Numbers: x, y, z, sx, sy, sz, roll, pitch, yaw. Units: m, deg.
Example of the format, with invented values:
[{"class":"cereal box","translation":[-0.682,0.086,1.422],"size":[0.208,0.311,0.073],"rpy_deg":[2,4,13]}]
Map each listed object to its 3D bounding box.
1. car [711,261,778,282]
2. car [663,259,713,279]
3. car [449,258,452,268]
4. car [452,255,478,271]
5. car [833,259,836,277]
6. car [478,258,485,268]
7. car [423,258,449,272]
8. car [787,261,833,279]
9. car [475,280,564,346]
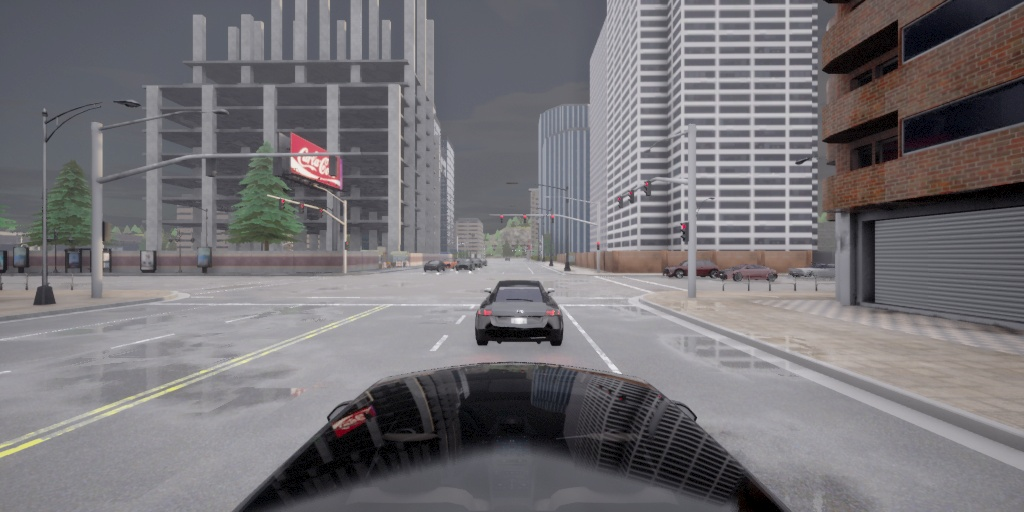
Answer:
[{"class":"car","translation":[18.807,1.314,28.809],"size":[4.181,1.385,1.994],"rpy_deg":[0,0,1]},{"class":"car","translation":[16.083,1.102,32.345],"size":[4.553,1.767,2.097],"rpy_deg":[0,0,1]},{"class":"car","translation":[-9.650,1.102,55.016],"size":[2.097,1.767,4.553],"rpy_deg":[0,0,1]},{"class":"car","translation":[-6.271,1.101,48.384],"size":[2.097,1.767,4.553],"rpy_deg":[0,0,1]},{"class":"car","translation":[29.265,1.227,28.658],"size":[5.008,1.535,1.882],"rpy_deg":[0,0,1]},{"class":"car","translation":[-6.068,1.102,58.993],"size":[2.097,1.767,4.553],"rpy_deg":[0,0,1]},{"class":"car","translation":[-9.827,1.227,45.590],"size":[1.882,1.535,5.008],"rpy_deg":[0,0,1]},{"class":"car","translation":[27.597,1.351,32.187],"size":[4.718,1.301,1.895],"rpy_deg":[0,0,1]},{"class":"car","translation":[0.193,1.314,9.444],"size":[1.994,1.385,4.181],"rpy_deg":[0,0,1]}]
